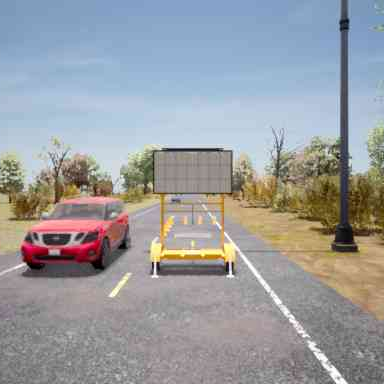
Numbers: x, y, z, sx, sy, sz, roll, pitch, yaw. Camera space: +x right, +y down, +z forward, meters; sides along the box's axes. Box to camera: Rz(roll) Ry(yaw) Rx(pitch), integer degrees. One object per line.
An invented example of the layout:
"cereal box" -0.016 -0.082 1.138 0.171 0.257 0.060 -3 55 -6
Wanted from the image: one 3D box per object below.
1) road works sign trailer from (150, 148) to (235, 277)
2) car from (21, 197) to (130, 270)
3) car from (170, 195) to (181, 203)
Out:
"road works sign trailer" 0.023 0.464 10.174 2.380 3.560 2.880 0 0 0
"car" -3.573 1.221 11.418 2.150 2.045 5.566 0 0 0
"car" -3.350 1.411 68.417 1.882 1.535 5.008 0 0 0
